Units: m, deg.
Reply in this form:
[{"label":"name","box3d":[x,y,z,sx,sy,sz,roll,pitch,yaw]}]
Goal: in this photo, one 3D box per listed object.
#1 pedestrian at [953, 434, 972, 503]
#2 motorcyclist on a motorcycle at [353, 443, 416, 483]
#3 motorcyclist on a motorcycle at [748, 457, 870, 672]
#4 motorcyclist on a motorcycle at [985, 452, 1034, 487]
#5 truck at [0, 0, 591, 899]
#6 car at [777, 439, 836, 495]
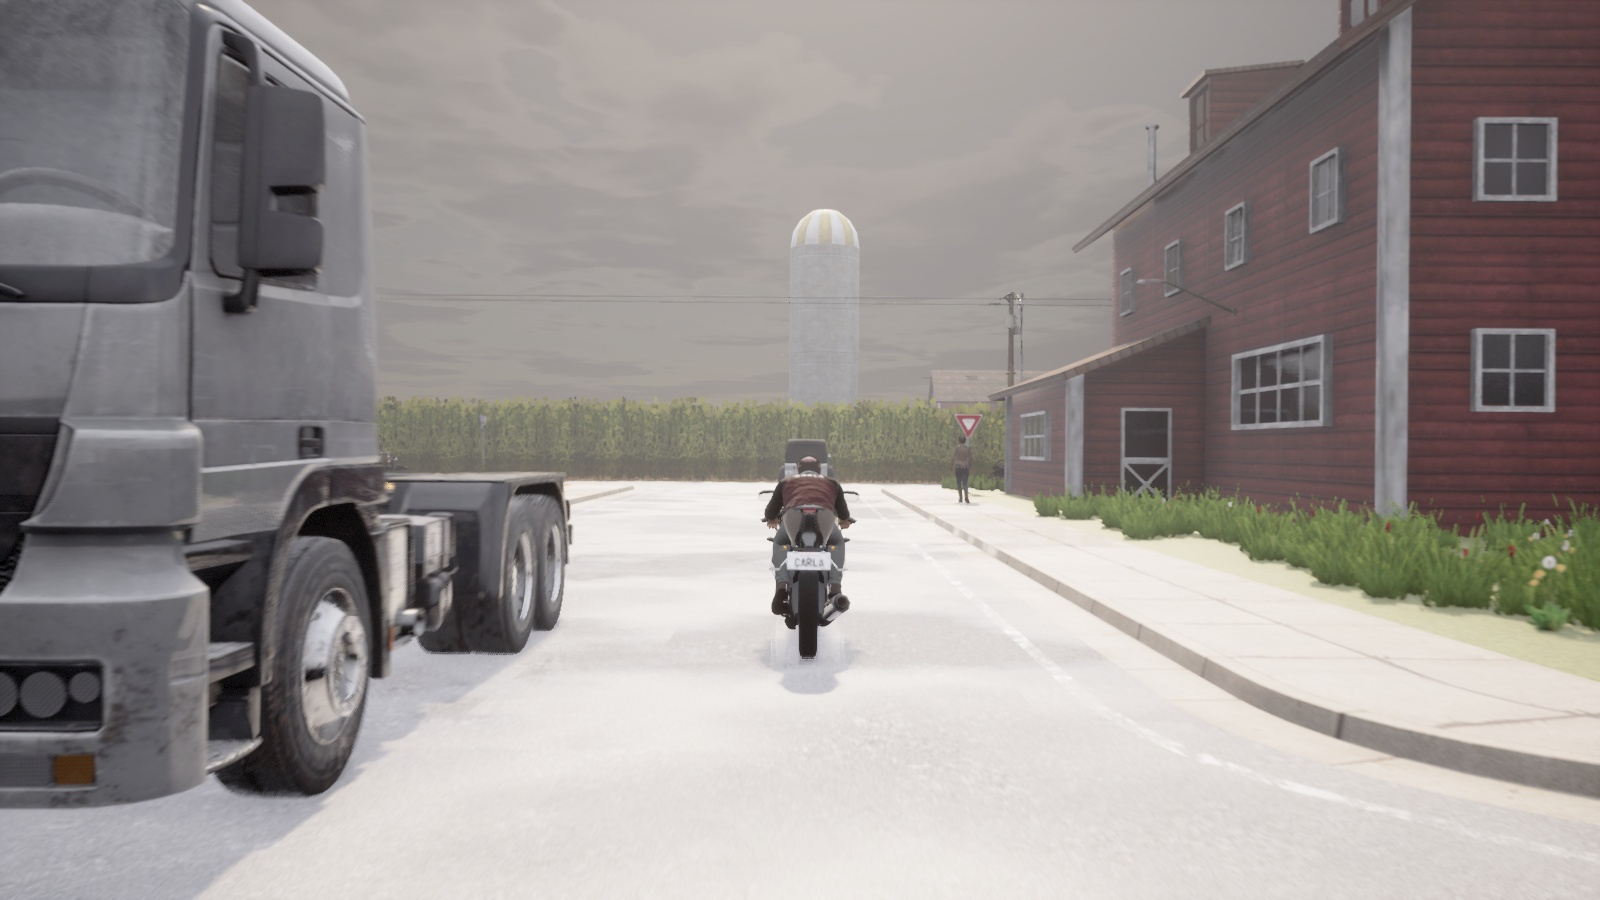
[{"label":"pedestrian","box3d":[4.301,0.479,33.229,0.328,1.805,0.869,1,0,-2]},{"label":"motorcyclist on a motorcycle","box3d":[-17.392,0.532,52.593,2.350,1.649,0.766,1,0,1]},{"label":"motorcyclist on a motorcycle","box3d":[0.067,0.833,10.186,0.866,1.530,2.191,1,0,0]},{"label":"motorcyclist on a motorcycle","box3d":[9.263,0.855,55.584,2.044,1.523,0.797,1,0,1]},{"label":"truck","box3d":[-3.431,-0.220,7.760,2.891,3.462,7.936,1,0,0]},{"label":"car","box3d":[0.283,0.557,44.540,1.905,1.878,3.866,1,0,3]}]
